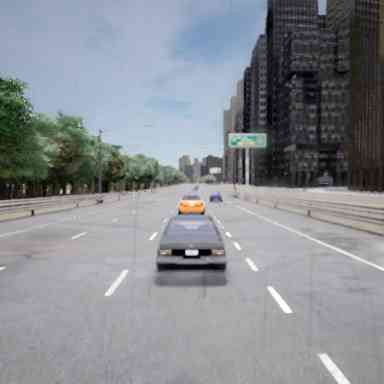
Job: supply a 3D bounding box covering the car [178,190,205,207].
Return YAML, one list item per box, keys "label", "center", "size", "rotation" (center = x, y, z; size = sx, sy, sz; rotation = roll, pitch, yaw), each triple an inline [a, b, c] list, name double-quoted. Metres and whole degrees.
- label: "car"
  center: [-0.028, 0.952, 27.813]
  size: [2.097, 1.767, 4.553]
  rotation: [0, 1, 0]

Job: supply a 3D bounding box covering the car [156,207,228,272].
- label: "car"
  center: [-0.015, 1.404, 10.174]
  size: [2.033, 1.411, 5.357]
  rotation: [0, 1, 0]

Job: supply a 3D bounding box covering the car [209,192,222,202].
- label: "car"
  center: [3.655, 0.737, 51.785]
  size: [1.812, 1.442, 4.674]
  rotation: [0, 1, 0]
